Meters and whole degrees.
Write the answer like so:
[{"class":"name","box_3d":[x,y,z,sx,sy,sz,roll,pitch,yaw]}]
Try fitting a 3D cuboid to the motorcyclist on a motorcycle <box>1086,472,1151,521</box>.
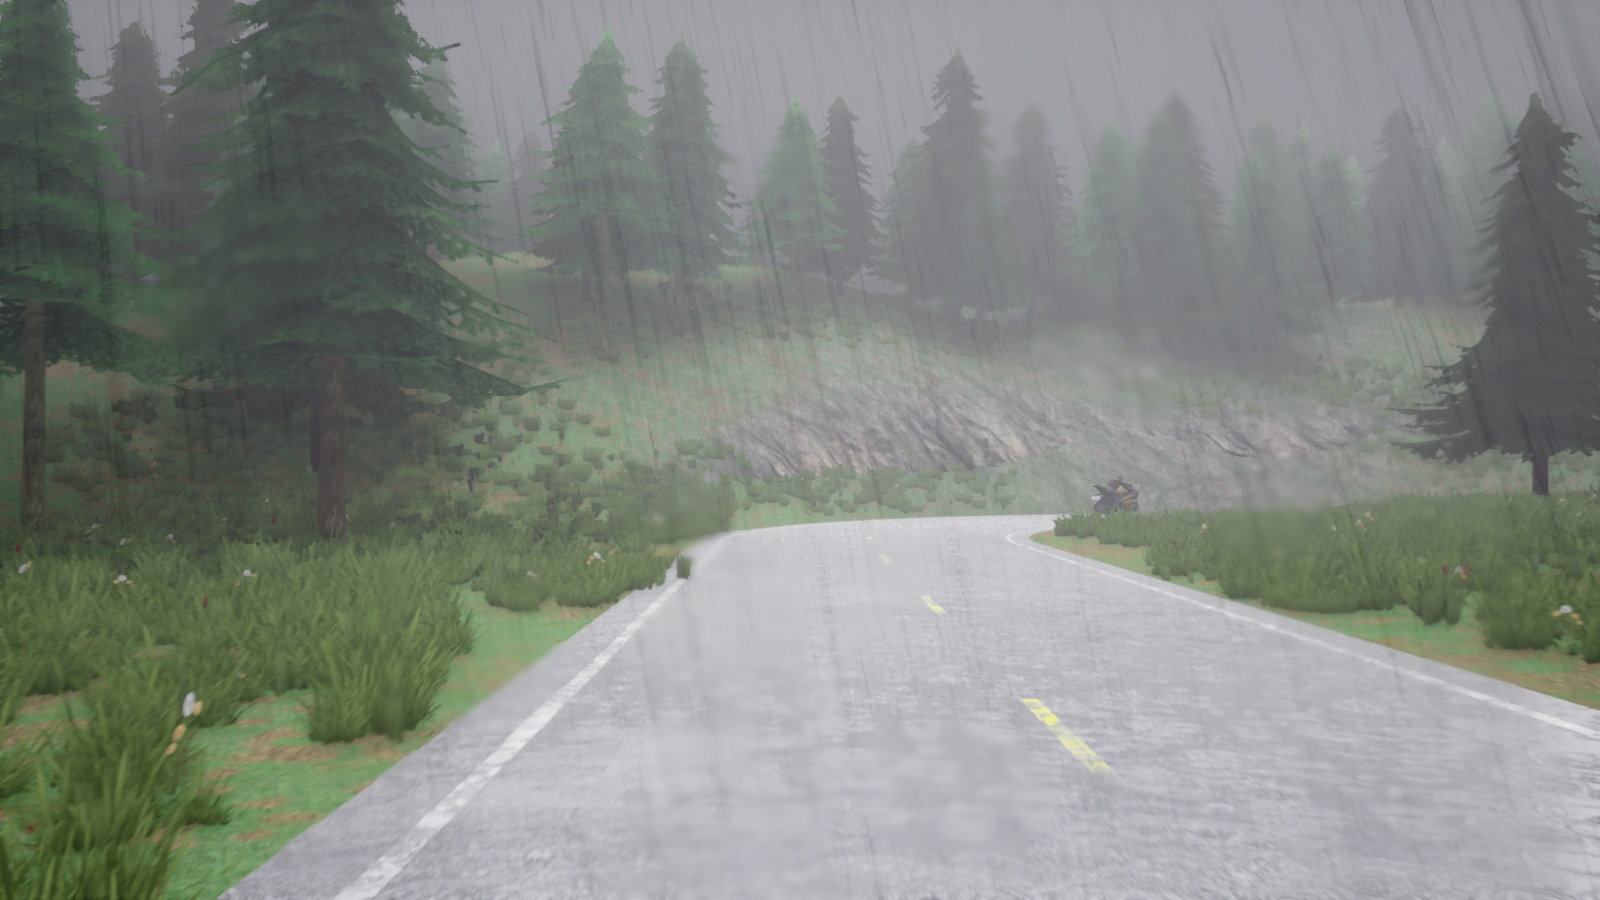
[{"class":"motorcyclist on a motorcycle","box_3d":[10.393,1.494,40.964,2.191,1.530,0.866,0,0,-37]}]
